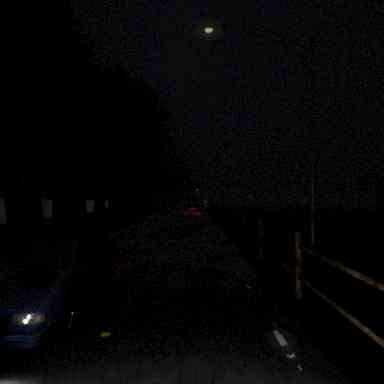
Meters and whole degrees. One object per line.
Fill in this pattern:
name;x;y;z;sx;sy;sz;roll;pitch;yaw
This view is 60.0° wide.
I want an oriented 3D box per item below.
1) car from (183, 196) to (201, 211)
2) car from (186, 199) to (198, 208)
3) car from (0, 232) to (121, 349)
car;0.000;1.548;46.533;2.150;2.045;5.566;0;-1;0
car;0.000;1.933;57.250;1.837;1.490;4.892;0;-1;0
car;-2.838;1.584;6.905;2.033;1.411;5.357;0;0;0
